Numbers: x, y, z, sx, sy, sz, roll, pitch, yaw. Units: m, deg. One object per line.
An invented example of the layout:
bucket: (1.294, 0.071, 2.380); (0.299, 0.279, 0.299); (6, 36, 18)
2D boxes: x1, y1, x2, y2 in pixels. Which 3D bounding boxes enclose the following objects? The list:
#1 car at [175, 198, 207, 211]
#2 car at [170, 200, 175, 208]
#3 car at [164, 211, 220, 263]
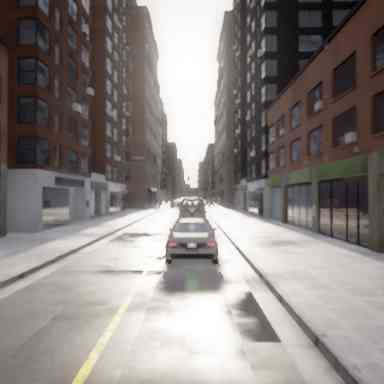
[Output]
car: (0.034, 1.506, 27.575); (2.150, 2.045, 5.566); (0, 0, 0)
car: (-2.766, 2.082, 58.183); (2.128, 1.511, 4.902); (0, -1, 0)
car: (0.020, 1.676, 12.530); (2.033, 1.411, 5.357); (0, -1, 1)
